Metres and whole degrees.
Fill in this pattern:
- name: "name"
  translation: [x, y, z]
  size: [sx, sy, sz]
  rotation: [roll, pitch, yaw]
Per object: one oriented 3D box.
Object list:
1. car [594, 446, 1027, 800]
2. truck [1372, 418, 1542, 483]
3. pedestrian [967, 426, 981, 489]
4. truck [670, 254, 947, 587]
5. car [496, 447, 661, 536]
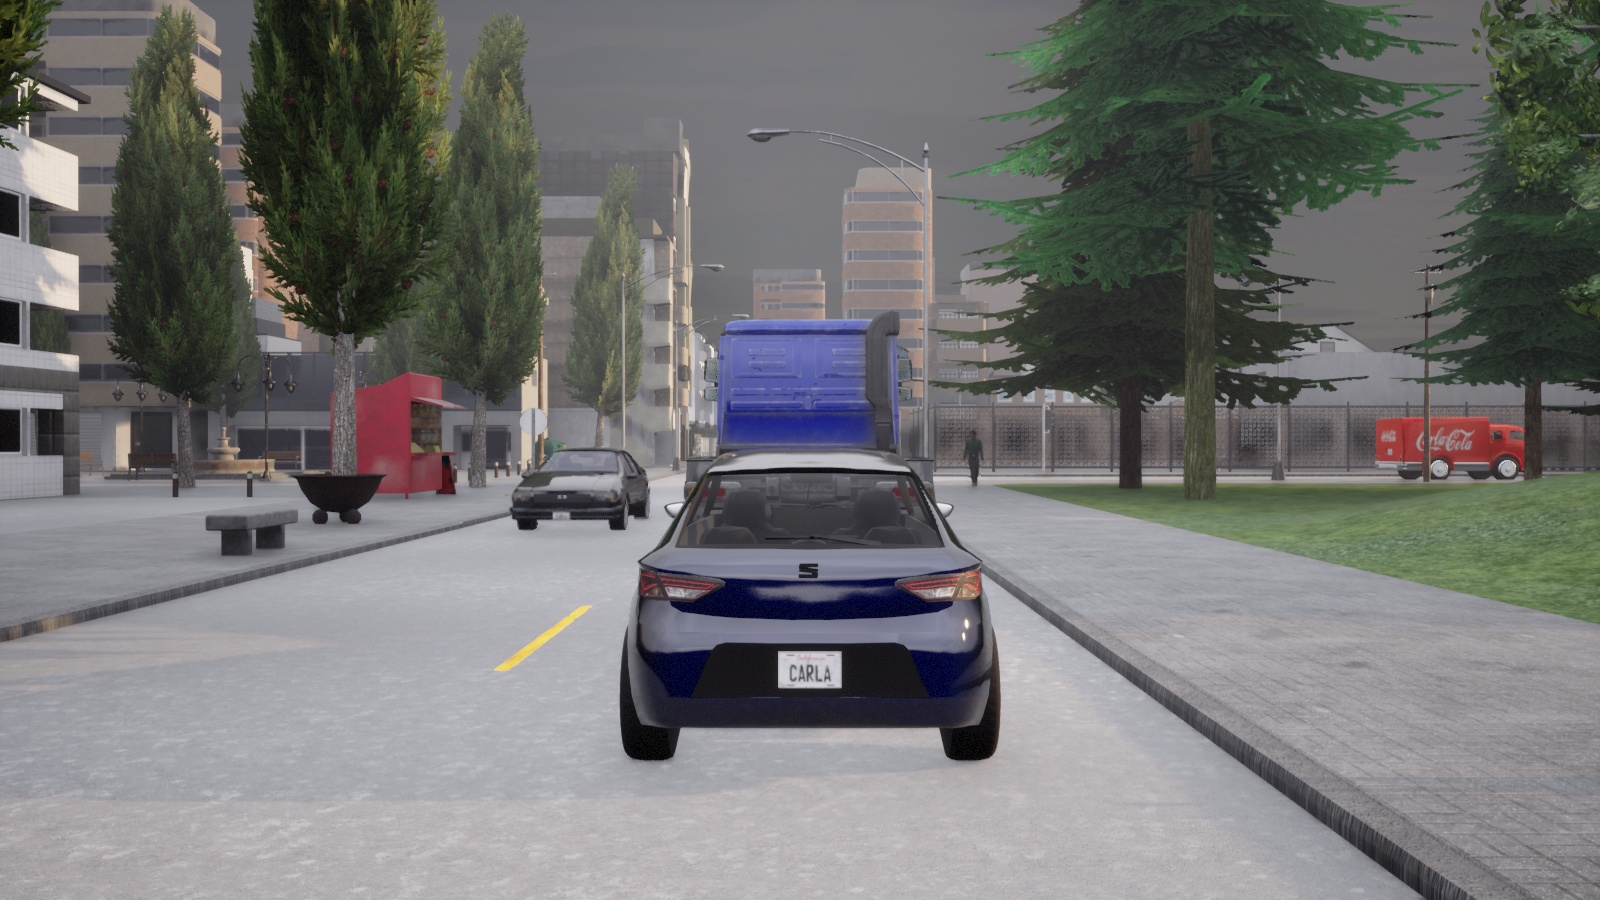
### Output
- name: "car"
  translation: [0.054, 0.718, 7.360]
  size: [1.816, 1.474, 4.193]
  rotation: [0, 0, 0]
- name: "truck"
  translation: [25.410, 0.004, 48.739]
  size: [5.204, 2.467, 2.627]
  rotation: [0, 0, 0]
- name: "pedestrian"
  translation: [5.492, 0.236, 39.633]
  size: [0.423, 1.949, 0.788]
  rotation: [0, 0, 6]
- name: "truck"
  translation: [0.111, -0.332, 17.048]
  size: [2.891, 3.462, 7.936]
  rotation: [0, 0, 0]
- name: "car"
  translation: [-3.863, 0.661, 22.878]
  size: [2.033, 1.411, 5.357]
  rotation: [0, 0, 0]
